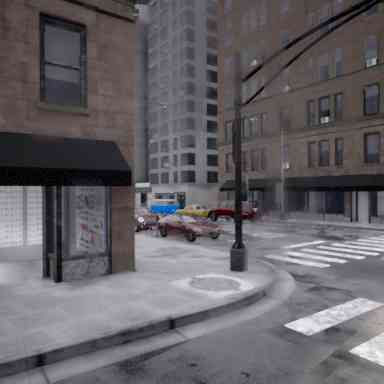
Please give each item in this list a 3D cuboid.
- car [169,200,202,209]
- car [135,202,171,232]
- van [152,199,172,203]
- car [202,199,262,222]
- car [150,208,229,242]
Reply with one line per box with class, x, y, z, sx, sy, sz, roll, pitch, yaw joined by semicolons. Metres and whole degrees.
car;0.101;1.801;31.653;1.752;1.417;4.829;-1;0;-36
car;-3.503;1.704;22.066;1.967;1.590;4.097;-1;0;-36
van;-3.019;1.686;35.982;1.690;1.788;3.998;-1;0;-36
car;3.412;1.518;27.048;2.192;1.841;5.009;-1;0;-36
car;-0.284;1.776;17.599;1.802;1.307;4.206;-1;0;-36
